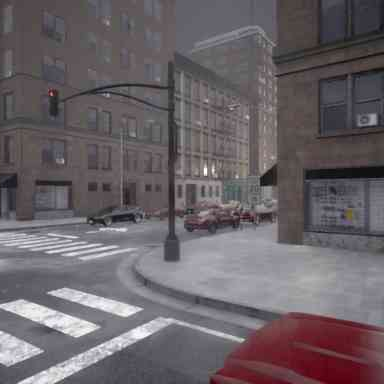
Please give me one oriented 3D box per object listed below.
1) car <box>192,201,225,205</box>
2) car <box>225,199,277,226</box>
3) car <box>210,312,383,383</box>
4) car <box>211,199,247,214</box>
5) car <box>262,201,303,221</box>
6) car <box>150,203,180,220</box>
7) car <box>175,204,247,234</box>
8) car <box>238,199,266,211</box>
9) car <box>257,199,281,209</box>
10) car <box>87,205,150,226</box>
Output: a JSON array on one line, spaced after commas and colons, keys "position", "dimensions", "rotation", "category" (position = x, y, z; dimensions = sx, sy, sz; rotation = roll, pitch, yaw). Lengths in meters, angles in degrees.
[{"position": [1.067, 1.563, 32.516], "dimensions": [1.887, 1.381, 4.507], "rotation": [0, 0, 36], "category": "car"}, {"position": [4.387, 1.411, 23.362], "dimensions": [1.967, 1.590, 4.097], "rotation": [0, 0, 36], "category": "car"}, {"position": [2.381, 1.601, 1.991], "dimensions": [4.718, 1.301, 1.895], "rotation": [0, 0, 36], "category": "car"}, {"position": [4.177, 1.542, 36.867], "dimensions": [1.752, 1.417, 4.829], "rotation": [0, 0, 36], "category": "car"}, {"position": [7.696, 1.494, 27.990], "dimensions": [1.752, 1.417, 4.829], "rotation": [0, 0, 36], "category": "car"}, {"position": [-2.142, 1.602, 28.027], "dimensions": [1.802, 1.307, 4.206], "rotation": [0, 0, 36], "category": "car"}, {"position": [1.178, 1.554, 18.872], "dimensions": [1.802, 1.307, 4.206], "rotation": [0, 0, 36], "category": "car"}, {"position": [7.486, 1.598, 41.494], "dimensions": [1.802, 1.307, 4.206], "rotation": [0, 0, 36], "category": "car"}, {"position": [10.695, 1.599, 45.983], "dimensions": [1.802, 1.307, 4.206], "rotation": [0, 0, 36], "category": "car"}, {"position": [-5.351, 1.588, 23.538], "dimensions": [1.947, 1.339, 4.313], "rotation": [0, 0, 36], "category": "car"}]
